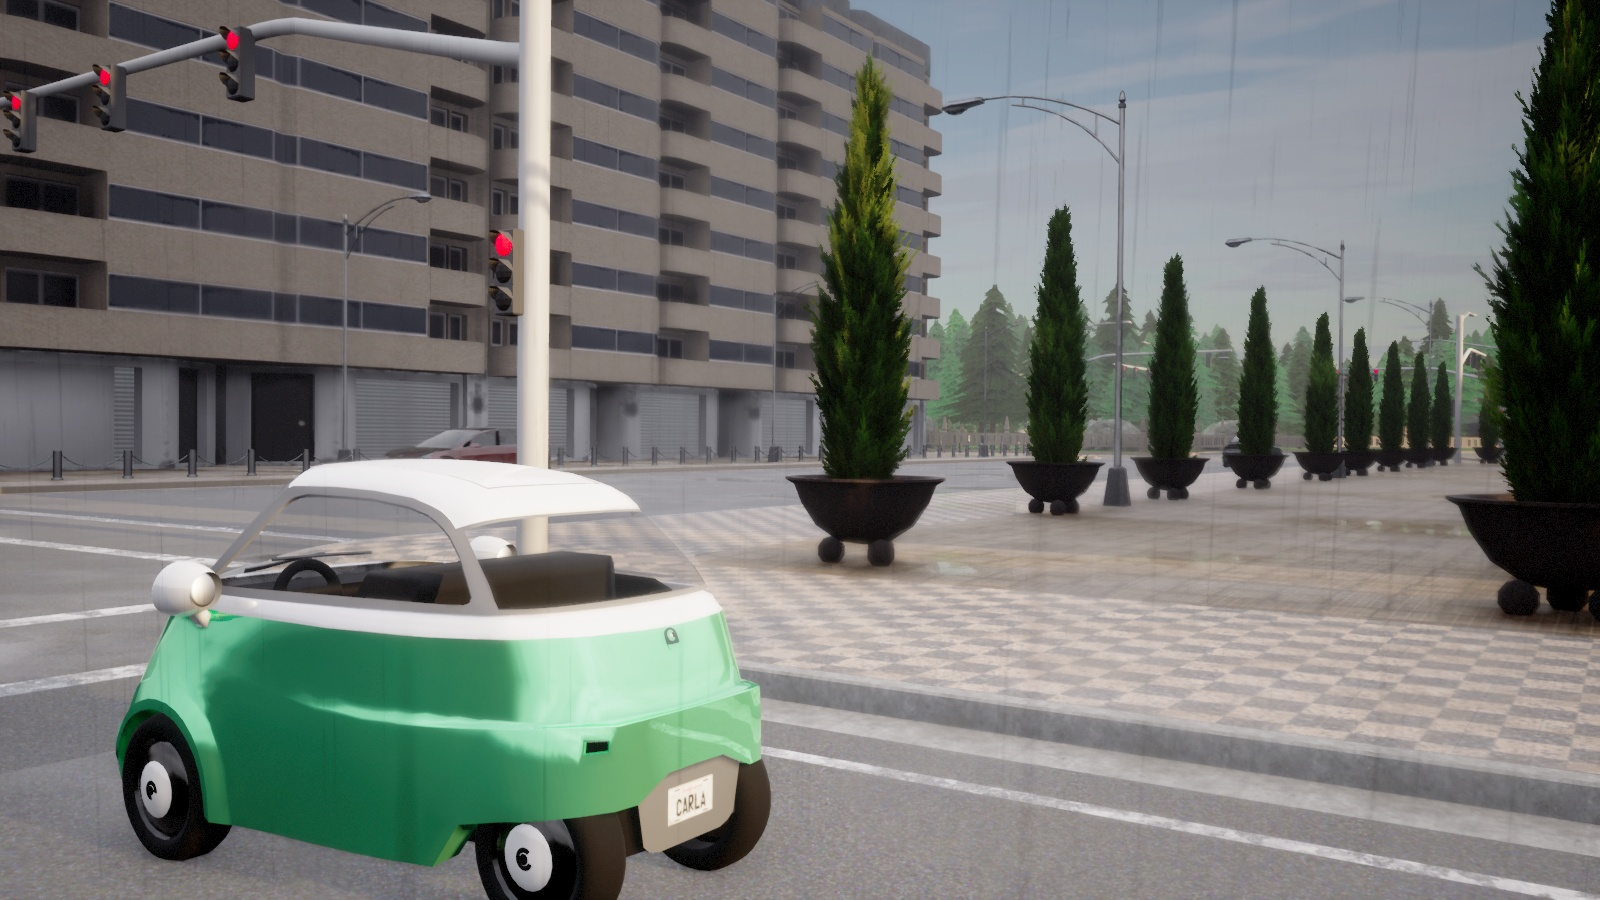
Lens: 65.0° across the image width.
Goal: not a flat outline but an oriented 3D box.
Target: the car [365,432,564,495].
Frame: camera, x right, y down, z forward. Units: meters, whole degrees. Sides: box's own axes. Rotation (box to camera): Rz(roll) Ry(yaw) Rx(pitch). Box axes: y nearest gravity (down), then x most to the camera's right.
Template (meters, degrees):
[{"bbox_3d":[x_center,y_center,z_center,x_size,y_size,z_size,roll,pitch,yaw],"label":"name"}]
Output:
[{"bbox_3d":[-8.704,0.302,33.028,2.163,1.488,4.792,0,1,34],"label":"car"}]

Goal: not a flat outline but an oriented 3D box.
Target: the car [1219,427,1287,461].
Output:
[{"bbox_3d":[21.055,-0.306,58.253,1.837,1.490,4.892,0,1,34],"label":"car"}]

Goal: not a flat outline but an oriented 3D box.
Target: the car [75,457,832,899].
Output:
[{"bbox_3d":[-1.218,0.736,4.433,2.207,1.376,1.481,0,1,34],"label":"car"}]
